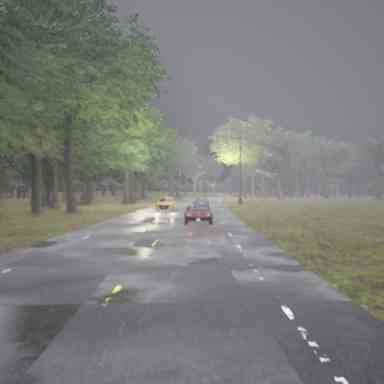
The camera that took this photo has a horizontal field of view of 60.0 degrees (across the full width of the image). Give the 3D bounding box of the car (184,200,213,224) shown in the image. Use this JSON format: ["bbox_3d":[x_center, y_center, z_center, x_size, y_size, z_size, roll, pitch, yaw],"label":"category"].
[{"bbox_3d":[0.479,1.491,23.687,1.895,1.301,4.718,0,0,2],"label":"car"}]

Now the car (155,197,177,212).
[{"bbox_3d":[-2.713,1.273,35.839,1.882,1.535,5.008,0,0,3],"label":"car"}]

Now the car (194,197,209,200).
[{"bbox_3d":[1.225,1.304,41.954,1.994,1.385,4.181,0,1,3],"label":"car"}]
